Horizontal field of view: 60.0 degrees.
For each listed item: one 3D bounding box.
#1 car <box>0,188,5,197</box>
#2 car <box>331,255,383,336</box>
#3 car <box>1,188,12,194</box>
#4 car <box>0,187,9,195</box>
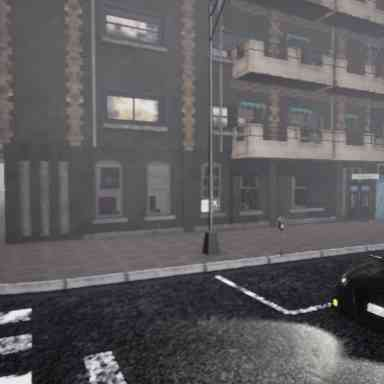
[{"bbox_3d":[-35.211,0.177,60.341,1.947,1.339,4.313,-2,2,-26],"label":"car"},{"bbox_3d":[4.342,1.428,5.421,4.181,1.385,1.994,0,2,-25],"label":"car"},{"bbox_3d":[-44.712,-0.211,80.275,1.947,1.339,4.313,-2,2,-26],"label":"car"},{"bbox_3d":[-40.003,-0.145,70.284,1.967,1.590,4.097,-2,2,-26],"label":"car"}]
